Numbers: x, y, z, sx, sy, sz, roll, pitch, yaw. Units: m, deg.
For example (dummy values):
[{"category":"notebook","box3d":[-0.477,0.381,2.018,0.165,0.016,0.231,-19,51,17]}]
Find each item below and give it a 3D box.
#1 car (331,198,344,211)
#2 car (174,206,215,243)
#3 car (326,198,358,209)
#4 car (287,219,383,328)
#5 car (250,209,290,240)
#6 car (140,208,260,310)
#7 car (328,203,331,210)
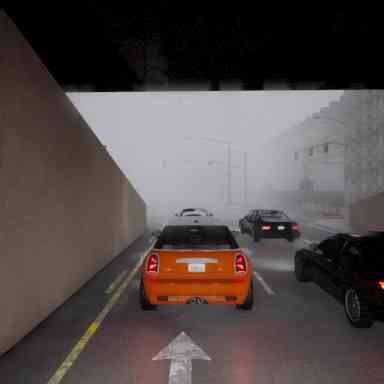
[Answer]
[{"category":"car","box3d":[17.431,1.452,34.230,2.038,1.542,4.974,0,0,-35]},{"category":"car","box3d":[0.098,1.525,16.881,1.812,1.442,4.674,0,0,0]},{"category":"car","box3d":[17.572,1.295,38.874,1.853,1.218,4.536,0,0,45]},{"category":"car","box3d":[3.586,1.526,6.849,1.812,1.442,4.674,0,0,0]},{"category":"car","box3d":[3.629,1.547,16.457,2.033,1.411,5.357,0,0,-2]},{"category":"car","box3d":[0.088,1.352,7.993,2.097,1.767,4.553,0,0,0]},{"category":"car","box3d":[17.535,1.452,38.837,2.038,1.542,4.974,0,0,45]}]
